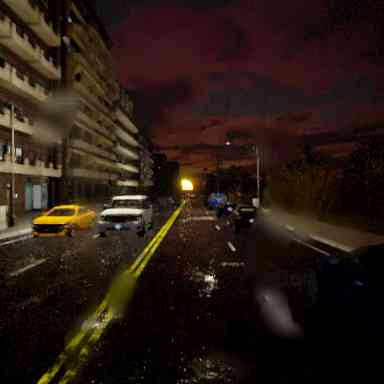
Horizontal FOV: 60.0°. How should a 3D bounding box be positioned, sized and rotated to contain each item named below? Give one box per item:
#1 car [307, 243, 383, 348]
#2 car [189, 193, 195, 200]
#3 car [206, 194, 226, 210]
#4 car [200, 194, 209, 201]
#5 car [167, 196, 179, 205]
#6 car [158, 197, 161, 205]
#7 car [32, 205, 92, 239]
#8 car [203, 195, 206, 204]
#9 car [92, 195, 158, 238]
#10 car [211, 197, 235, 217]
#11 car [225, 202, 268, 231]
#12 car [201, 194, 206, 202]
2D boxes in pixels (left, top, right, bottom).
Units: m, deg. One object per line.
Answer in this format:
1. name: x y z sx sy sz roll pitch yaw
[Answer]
1. car: 3.351 1.523 5.209 1.812 1.442 4.674 0 0 0
2. car: -0.015 1.485 93.745 1.895 1.301 4.718 0 0 0
3. car: 3.244 1.209 41.945 2.150 2.045 5.566 0 0 0
4. car: 3.237 1.347 85.887 2.097 1.767 4.553 0 0 0
5. car: -3.314 1.480 57.704 2.128 1.511 4.902 0 0 1
6. car: -6.559 1.492 58.102 1.837 1.490 4.892 0 0 1
7. car: -6.602 1.469 17.639 1.882 1.535 5.008 0 0 0
8. car: 3.242 1.552 52.916 1.994 1.385 4.181 0 0 0
9. car: -3.354 1.213 17.824 2.150 2.045 5.566 0 0 0
10. car: 3.245 1.492 30.945 2.163 1.488 4.792 0 0 0
11. car: 3.338 1.555 20.382 1.994 1.385 4.181 0 0 1
12. car: 3.240 1.553 63.916 1.994 1.385 4.181 0 0 0
